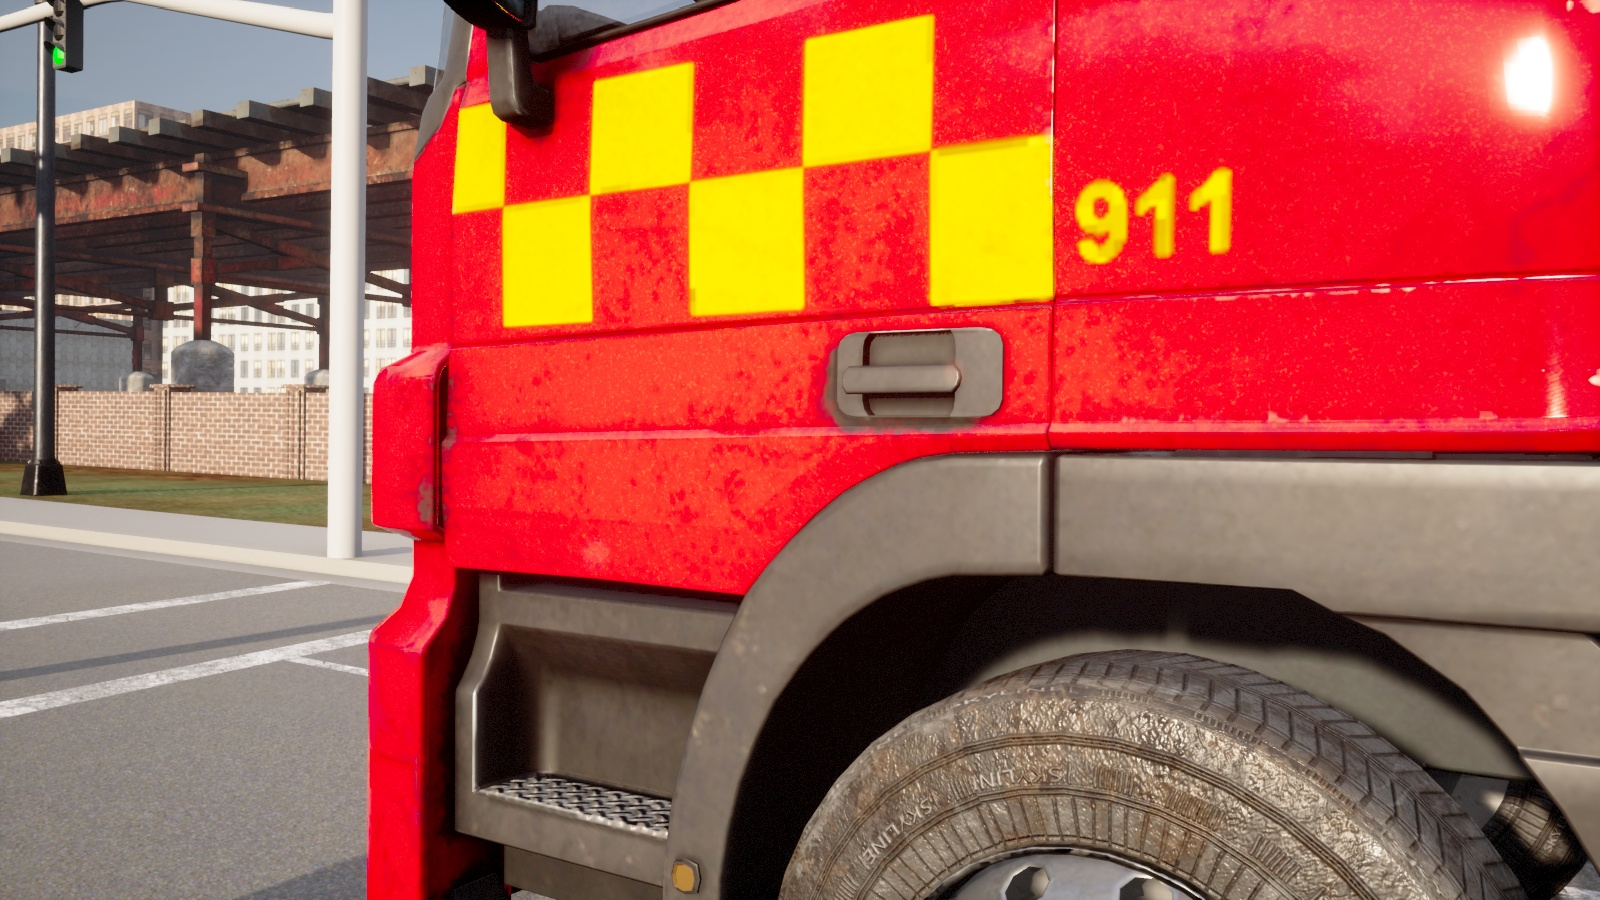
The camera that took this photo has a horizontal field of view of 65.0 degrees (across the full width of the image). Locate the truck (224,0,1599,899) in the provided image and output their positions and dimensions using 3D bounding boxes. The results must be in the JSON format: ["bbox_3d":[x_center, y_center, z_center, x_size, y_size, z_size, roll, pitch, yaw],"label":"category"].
[{"bbox_3d":[3.107,-0.482,1.535,8.468,3.827,2.891,0,1,34],"label":"truck"}]
